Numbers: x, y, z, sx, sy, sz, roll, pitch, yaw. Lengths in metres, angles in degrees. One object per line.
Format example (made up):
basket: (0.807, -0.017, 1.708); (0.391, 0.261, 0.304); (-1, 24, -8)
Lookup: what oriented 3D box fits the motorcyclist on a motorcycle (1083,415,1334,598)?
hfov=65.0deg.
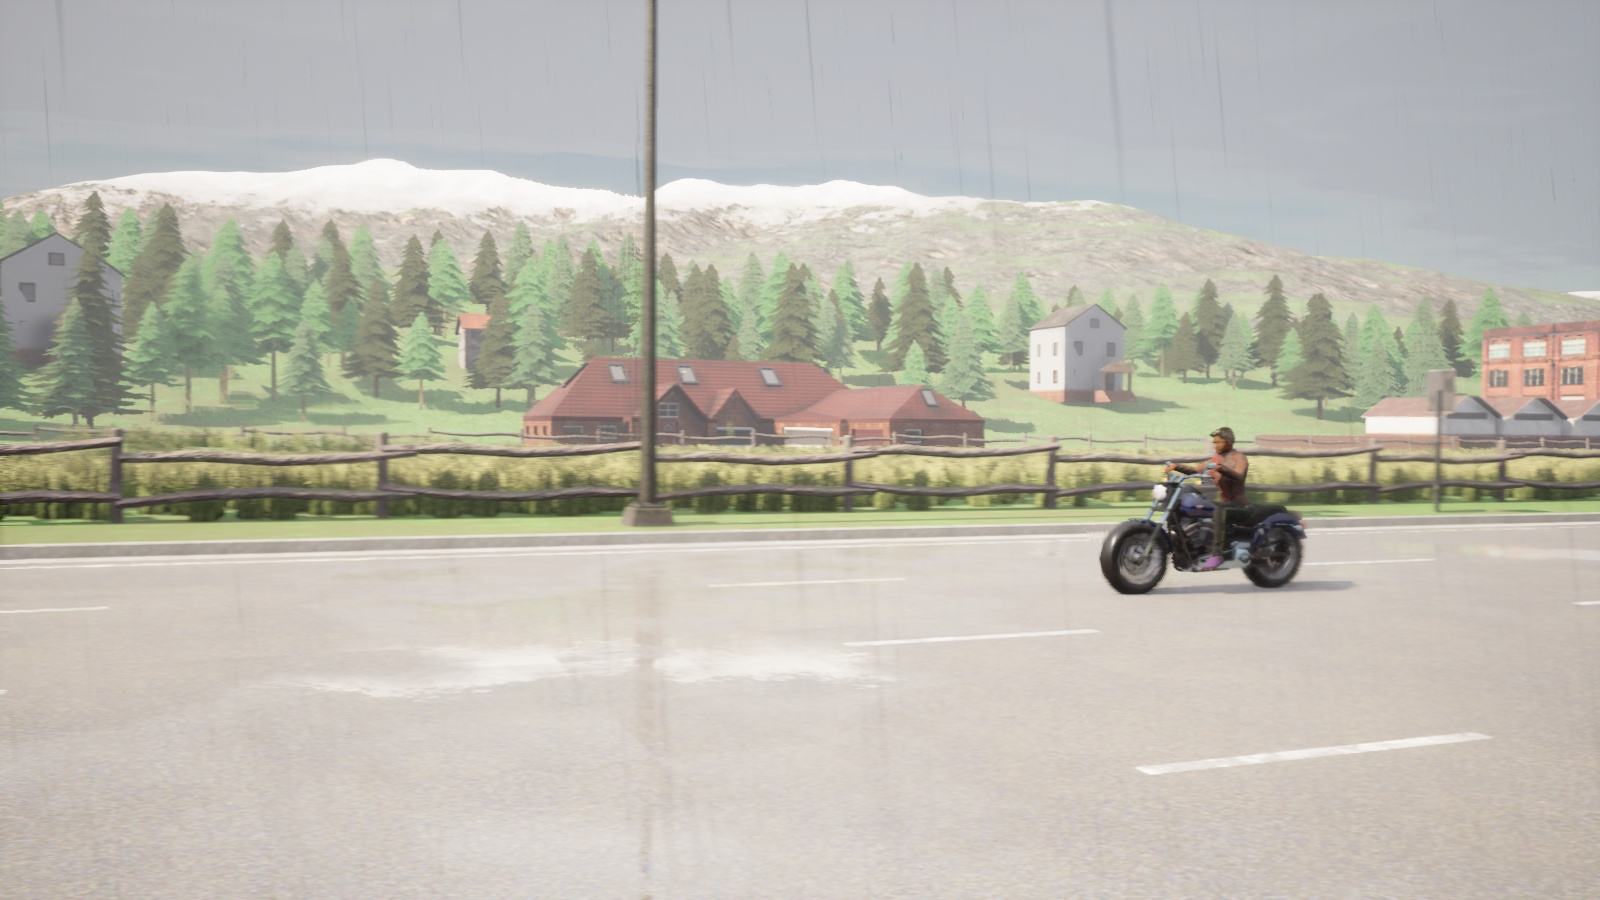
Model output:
motorcyclist on a motorcycle: (3.993, 0.497, 12.241); (2.350, 1.649, 0.766); (-1, 1, -21)
